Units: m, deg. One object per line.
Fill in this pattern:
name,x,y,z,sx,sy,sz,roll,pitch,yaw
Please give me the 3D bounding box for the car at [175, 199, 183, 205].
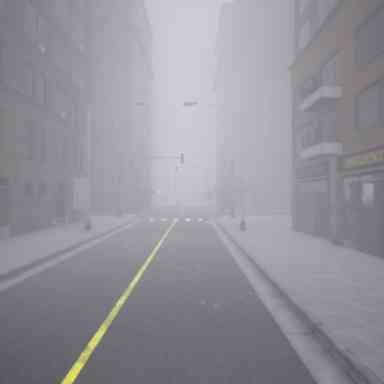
car,-2.988,2.377,77.489,2.033,1.411,5.357,0,-1,0
